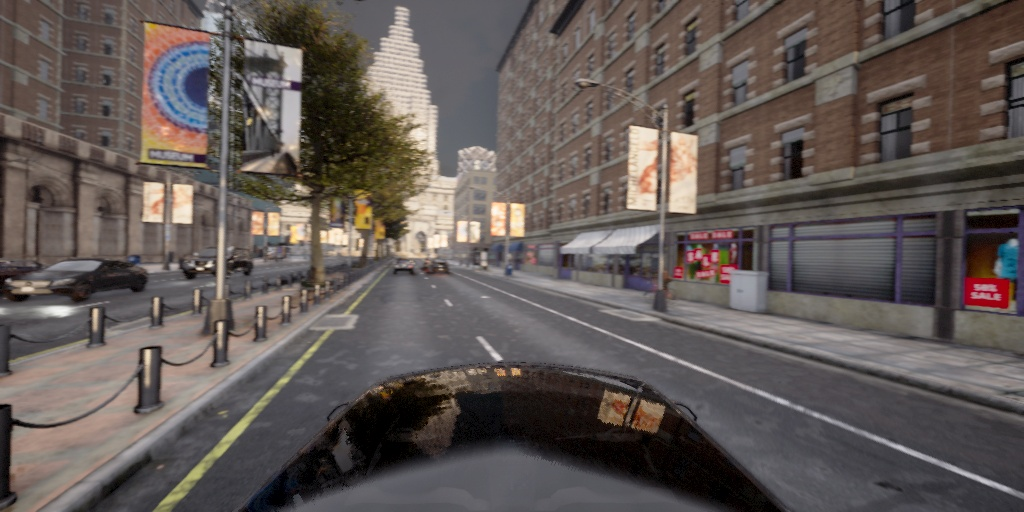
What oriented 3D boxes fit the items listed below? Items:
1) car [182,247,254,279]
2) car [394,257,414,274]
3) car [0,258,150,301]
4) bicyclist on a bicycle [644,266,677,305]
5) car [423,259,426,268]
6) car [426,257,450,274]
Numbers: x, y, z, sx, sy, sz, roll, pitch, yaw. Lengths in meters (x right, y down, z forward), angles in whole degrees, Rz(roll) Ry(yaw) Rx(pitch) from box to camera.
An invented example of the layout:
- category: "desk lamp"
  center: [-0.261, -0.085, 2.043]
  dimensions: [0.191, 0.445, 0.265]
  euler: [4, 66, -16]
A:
- category: "car"
  center: [-19.299, 0.396, 23.915]
  dimensions: [2.150, 2.045, 5.566]
  euler: [2, 0, -17]
- category: "car"
  center: [-10.714, 0.970, 35.518]
  dimensions: [2.033, 1.411, 5.357]
  euler: [2, 0, -17]
- category: "car"
  center: [-16.241, 0.794, 13.764]
  dimensions: [1.812, 1.442, 4.674]
  euler: [2, 0, -17]
- category: "bicyclist on a bicycle"
  center: [6.200, 1.227, 14.872]
  dimensions: [1.656, 1.620, 0.582]
  euler: [1, 0, -17]
- category: "car"
  center: [-11.091, 0.898, 48.948]
  dimensions: [2.128, 1.511, 4.902]
  euler: [2, 0, -16]
- category: "car"
  center: [-7.653, 1.017, 37.494]
  dimensions: [1.837, 1.490, 4.892]
  euler: [2, 0, -17]
